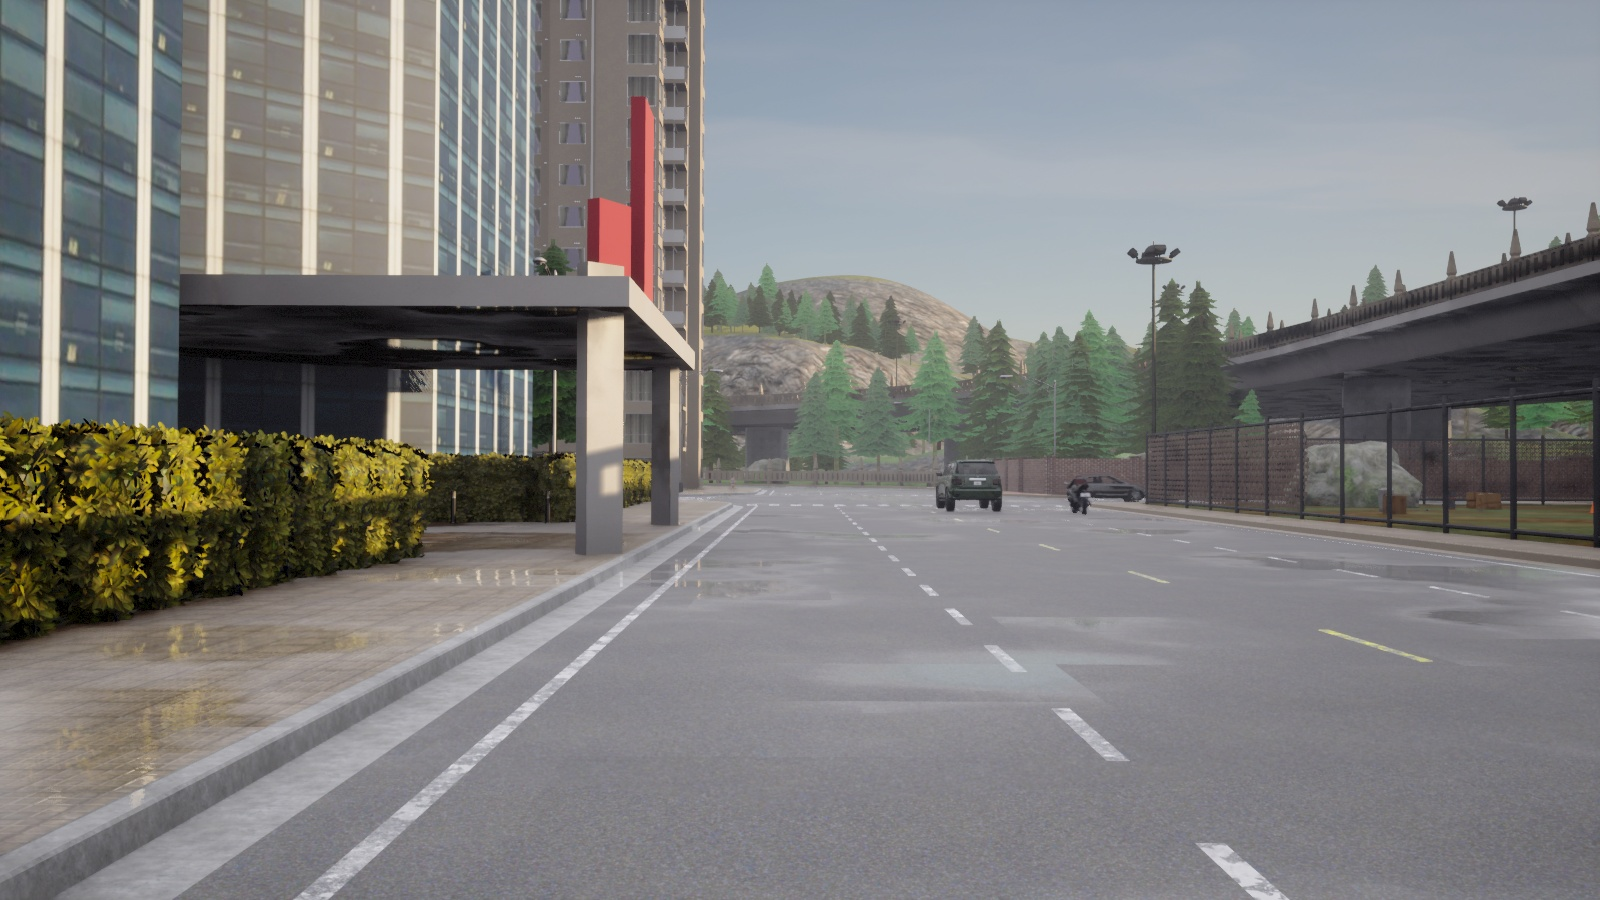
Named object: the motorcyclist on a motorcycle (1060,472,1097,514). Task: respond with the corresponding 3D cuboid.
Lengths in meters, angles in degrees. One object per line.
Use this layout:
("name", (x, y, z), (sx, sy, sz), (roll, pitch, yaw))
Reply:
("motorcyclist on a motorcycle", (10.375, 1.592, 46.808), (0.866, 1.530, 2.191), (0, -1, 0))

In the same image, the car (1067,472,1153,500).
("car", (16.761, 1.954, 68.065), (4.193, 1.474, 1.816), (0, -1, 0))

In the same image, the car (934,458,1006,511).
("car", (6.863, 1.363, 51.157), (2.150, 2.045, 5.566), (0, -1, 0))
